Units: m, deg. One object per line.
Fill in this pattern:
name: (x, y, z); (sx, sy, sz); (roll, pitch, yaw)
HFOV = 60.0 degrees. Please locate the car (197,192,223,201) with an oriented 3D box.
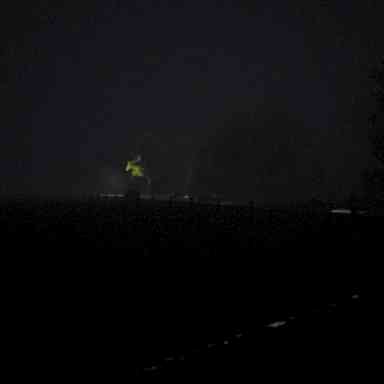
car: (3.126, 0.835, 59.917); (2.128, 1.511, 4.902); (0, 1, -33)

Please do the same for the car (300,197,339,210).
car: (14.272, 1.300, 37.506); (1.994, 1.385, 4.181); (0, 1, -33)

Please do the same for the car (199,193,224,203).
car: (3.229, 0.943, 54.494); (1.812, 1.442, 4.674); (0, 1, -33)

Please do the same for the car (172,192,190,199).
car: (-2.274, 0.692, 68.101); (1.837, 1.490, 4.892); (0, 1, -33)

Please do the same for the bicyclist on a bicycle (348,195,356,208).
bicyclist on a bicycle: (19.480, 1.199, 40.462); (1.656, 1.620, 0.582); (0, 1, -33)
